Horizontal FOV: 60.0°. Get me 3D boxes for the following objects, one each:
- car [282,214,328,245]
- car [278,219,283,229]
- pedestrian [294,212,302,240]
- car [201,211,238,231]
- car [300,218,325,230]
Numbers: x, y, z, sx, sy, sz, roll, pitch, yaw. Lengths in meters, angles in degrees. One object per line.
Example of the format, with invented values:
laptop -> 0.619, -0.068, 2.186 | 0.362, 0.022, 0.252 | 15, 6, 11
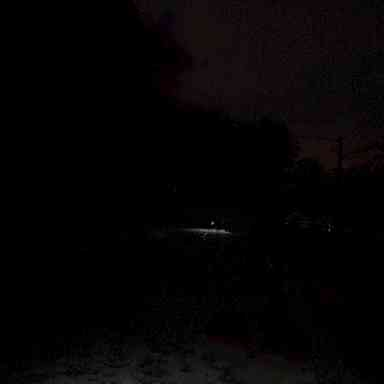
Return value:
car -> 6.484, 2.028, 19.303 | 1.970, 1.475, 3.806 | 3, -2, 17
car -> 10.829, 3.425, 36.301 | 1.994, 1.385, 4.181 | 2, -5, 30
pedestrian -> 6.906, 2.190, 21.561 | 0.375, 1.860, 0.375 | 6, -4, 4
car -> 2.179, 2.172, 25.565 | 1.994, 1.385, 4.181 | 3, -3, 21
car -> 16.516, 4.420, 45.443 | 1.837, 1.490, 4.892 | 1, -4, 35
